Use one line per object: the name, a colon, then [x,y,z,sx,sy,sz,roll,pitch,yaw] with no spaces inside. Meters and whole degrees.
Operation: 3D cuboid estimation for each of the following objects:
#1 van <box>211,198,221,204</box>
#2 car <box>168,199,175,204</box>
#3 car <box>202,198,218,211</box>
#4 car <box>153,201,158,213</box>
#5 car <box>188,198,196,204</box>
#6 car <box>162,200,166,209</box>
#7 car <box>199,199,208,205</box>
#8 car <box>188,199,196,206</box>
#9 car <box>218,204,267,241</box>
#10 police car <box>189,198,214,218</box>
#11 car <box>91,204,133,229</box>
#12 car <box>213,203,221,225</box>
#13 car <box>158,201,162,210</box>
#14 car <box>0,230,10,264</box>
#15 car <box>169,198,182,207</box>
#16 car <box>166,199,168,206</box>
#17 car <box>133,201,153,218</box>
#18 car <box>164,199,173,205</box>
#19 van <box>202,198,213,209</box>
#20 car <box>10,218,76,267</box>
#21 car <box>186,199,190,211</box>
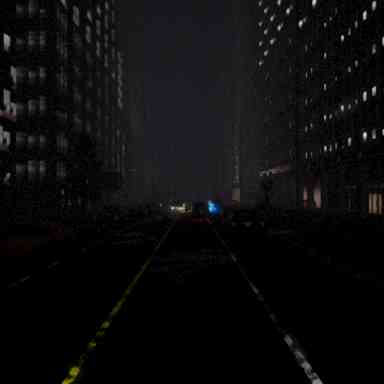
van: [2.693,1.768,40.548,1.690,1.788,3.998,-1,-1,0]
car: [-5.669,2.543,91.698,1.802,1.307,4.206,-1,-1,0]
car: [2.696,1.861,51.915,2.192,1.841,5.009,-1,-1,0]
car: [-5.685,1.992,40.548,1.947,1.339,4.313,-1,-1,0]
car: [0.027,2.309,85.904,2.033,1.411,5.357,0,-1,0]
car: [-5.682,2.096,51.915,2.008,1.369,4.403,-1,-1,0]
car: [2.708,2.394,80.329,2.008,1.369,4.403,-1,-1,0]
car: [0.022,2.137,70.905,1.812,1.442,4.674,0,-1,0]
car: [2.687,1.628,17.814,1.967,1.590,4.097,-1,-1,0]
police car: [0.911,1.794,35.004,1.930,1.638,5.238,0,-1,0]
car: [-5.691,1.688,23.500,1.967,1.590,4.097,-1,-1,0]
car: [2.690,1.775,23.666,1.752,1.417,4.829,-1,-1,0]
car: [-5.683,2.031,46.232,1.887,1.381,4.507,-1,-1,0]
car: [-5.696,1.509,6.450,1.967,1.590,4.097,-1,-1,0]
car: [-2.995,2.190,65.303,1.837,1.490,4.892,0,-1,0]
car: [-5.680,2.187,57.598,1.802,1.307,4.206,-1,-1,0]
car: [-5.687,1.918,34.865,2.008,1.369,4.403,-1,-1,0]
car: [-5.673,2.394,80.332,2.008,1.369,4.403,-1,-1,0]
van: [2.699,1.946,57.598,1.690,1.788,3.998,-1,-1,0]
car: [-5.694,1.652,11.962,1.752,1.417,4.829,-1,-1,0]
car: [0.398,1.888,50.991,2.097,1.767,4.553,0,-1,9]
